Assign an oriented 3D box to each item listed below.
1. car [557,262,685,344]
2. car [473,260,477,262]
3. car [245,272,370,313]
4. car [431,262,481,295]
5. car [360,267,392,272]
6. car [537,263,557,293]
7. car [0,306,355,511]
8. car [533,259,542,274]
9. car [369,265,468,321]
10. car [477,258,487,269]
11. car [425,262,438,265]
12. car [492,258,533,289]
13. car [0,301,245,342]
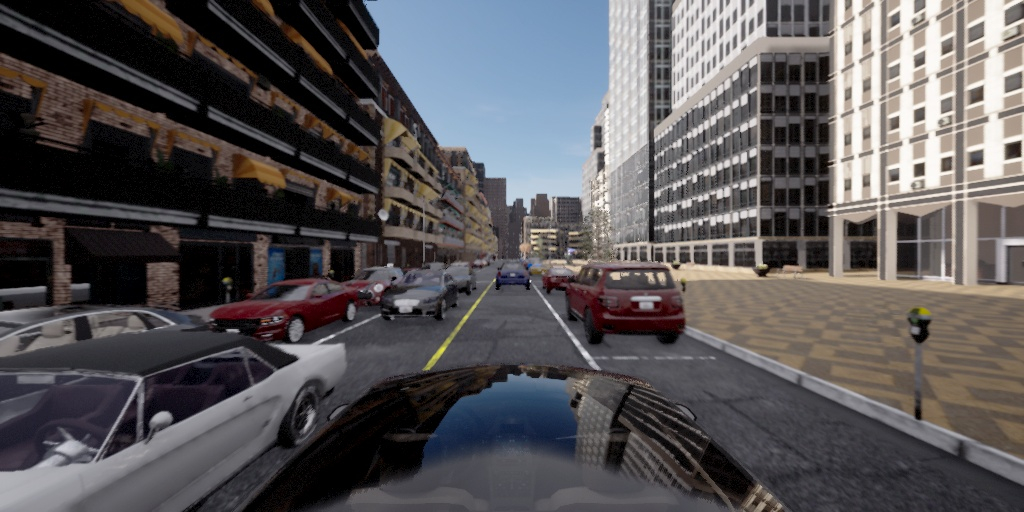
[{"bbox_3d":[2.689,1.074,9.549,2.192,1.841,5.009,0,0,0],"label":"car"},{"bbox_3d":[-5.693,1.356,42.709,1.888,1.381,4.507,0,0,0],"label":"car"},{"bbox_3d":[-5.692,1.305,9.549,1.888,1.381,4.507,0,0,0],"label":"car"},{"bbox_3d":[-3.012,1.279,19.957,1.837,1.490,4.892,0,0,0],"label":"car"},{"bbox_3d":[-5.692,1.207,15.077,1.967,1.591,4.097,0,0,0],"label":"car"},{"bbox_3d":[2.688,1.319,20.603,1.888,1.381,4.507,0,0,0],"label":"car"},{"bbox_3d":[-3.096,1.352,2.465,1.895,1.301,4.718,0,0,0],"label":"car"},{"bbox_3d":[2.688,1.325,37.353,1.751,1.417,4.829,0,0,0],"label":"car"},{"bbox_3d":[-3.001,1.255,12.600,2.128,1.511,4.902,0,0,0],"label":"car"},{"bbox_3d":[-5.693,1.393,59.289,1.888,1.381,4.507,0,0,0],"label":"car"},{"bbox_3d":[-5.693,1.222,26.130,1.967,1.591,4.097,0,0,0],"label":"car"},{"bbox_3d":[0.060,1.130,23.308,2.097,1.767,4.553,0,0,0],"label":"car"},{"bbox_3d":[-5.691,1.303,4.023,2.007,1.370,4.403,0,0,0],"label":"car"}]
